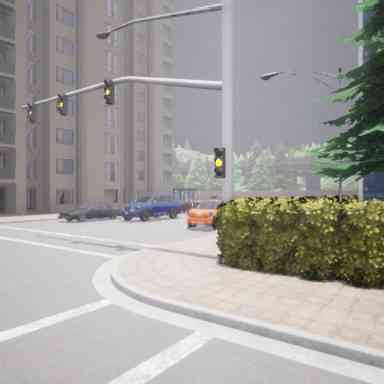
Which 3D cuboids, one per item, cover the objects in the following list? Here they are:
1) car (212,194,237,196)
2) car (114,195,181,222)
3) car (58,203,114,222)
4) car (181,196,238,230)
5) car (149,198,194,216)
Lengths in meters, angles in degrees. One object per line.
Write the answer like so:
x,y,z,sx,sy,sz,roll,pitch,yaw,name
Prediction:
3.119,1.230,35.551,2.150,2.045,5.566,0,0,36,car
-3.225,1.230,26.916,2.150,2.045,5.566,0,0,36,car
-7.847,1.557,26.531,2.033,1.411,5.357,0,0,36,car
1.677,1.358,21.423,2.097,1.767,4.553,0,0,36,car
-2.043,1.487,34.439,1.882,1.535,5.008,0,0,36,car
